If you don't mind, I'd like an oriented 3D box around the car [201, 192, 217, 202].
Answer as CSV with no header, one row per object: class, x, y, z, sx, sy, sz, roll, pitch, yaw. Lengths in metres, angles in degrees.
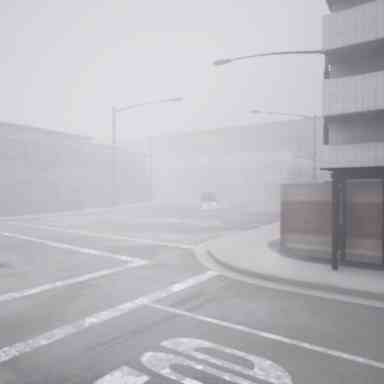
car,2.253,0.682,45.269,1.994,1.385,4.181,0,1,1
